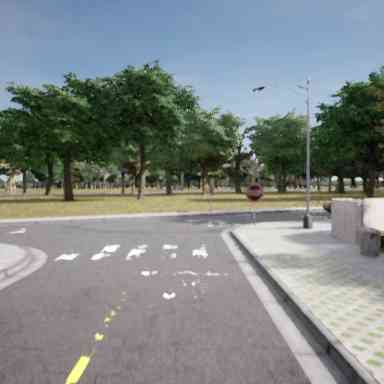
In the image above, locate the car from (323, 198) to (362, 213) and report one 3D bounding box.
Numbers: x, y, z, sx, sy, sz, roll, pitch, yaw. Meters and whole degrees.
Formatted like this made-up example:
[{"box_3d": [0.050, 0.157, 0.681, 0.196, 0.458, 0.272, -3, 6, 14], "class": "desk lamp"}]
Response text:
[{"box_3d": [12.240, 1.097, 24.832, 4.718, 1.301, 1.895, -1, 1, -24], "class": "car"}]
